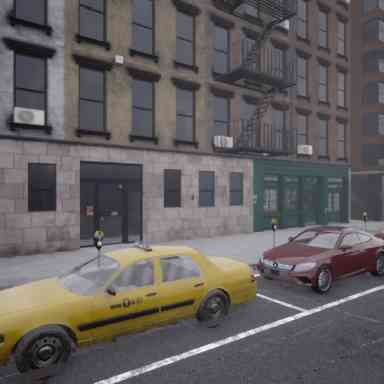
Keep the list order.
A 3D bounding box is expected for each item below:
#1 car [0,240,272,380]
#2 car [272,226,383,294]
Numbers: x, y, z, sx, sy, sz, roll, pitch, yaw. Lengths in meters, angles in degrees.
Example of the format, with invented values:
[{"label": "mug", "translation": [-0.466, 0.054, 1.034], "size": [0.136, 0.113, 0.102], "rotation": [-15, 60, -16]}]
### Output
[{"label": "car", "translation": [-1.048, 1.525, 5.445], "size": [4.829, 1.417, 1.752], "rotation": [0, 0, -36]}, {"label": "car", "translation": [3.578, 1.582, 8.757], "size": [4.206, 1.307, 1.802], "rotation": [0, 0, -36]}]
